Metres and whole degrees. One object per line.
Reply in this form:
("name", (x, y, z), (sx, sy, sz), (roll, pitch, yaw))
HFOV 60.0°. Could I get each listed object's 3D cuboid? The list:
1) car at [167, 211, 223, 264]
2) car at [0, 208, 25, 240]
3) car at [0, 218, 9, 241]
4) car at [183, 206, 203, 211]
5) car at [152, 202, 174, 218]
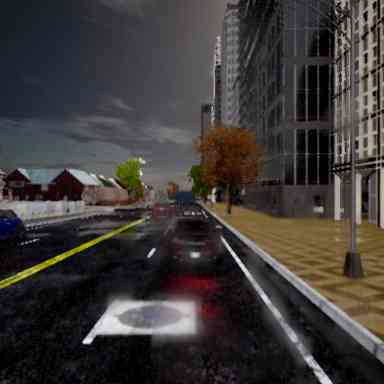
("car", (0.101, 1.691, 12.600), (1.837, 1.490, 4.892), (0, 0, 0))
("car", (-9.829, 1.581, 15.537), (2.097, 1.767, 4.553), (0, -1, 0))
("car", (-6.595, 1.589, 7.622), (1.882, 1.535, 5.008), (0, -1, 0))
("car", (0.104, 2.020, 31.671), (2.033, 1.411, 5.357), (0, -1, 0))
("car", (-3.145, 1.903, 36.707), (2.097, 1.767, 4.553), (0, -1, 0))
